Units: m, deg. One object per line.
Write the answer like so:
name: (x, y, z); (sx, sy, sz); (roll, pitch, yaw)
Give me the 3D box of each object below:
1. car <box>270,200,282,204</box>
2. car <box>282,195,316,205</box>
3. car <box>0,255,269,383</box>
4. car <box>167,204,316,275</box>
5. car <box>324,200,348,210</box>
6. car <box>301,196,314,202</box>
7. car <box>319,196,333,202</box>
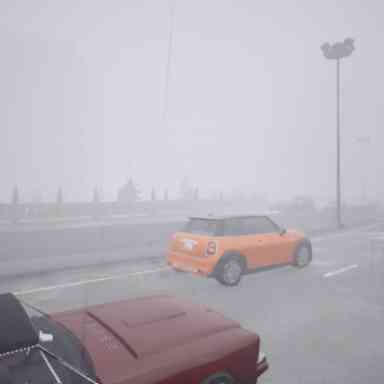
car: (11.296, 1.691, 42.404); (2.033, 1.411, 5.357); (0, 0, 31)
car: (12.500, 1.345, 37.772); (2.150, 2.045, 5.566); (0, 0, 33)
car: (-1.565, 1.614, 2.762); (4.718, 1.301, 1.895); (0, 0, -36)
car: (1.550, 1.387, 9.698); (4.553, 1.767, 2.097); (0, 0, -40)
car: (16.014, 1.663, 36.729); (2.033, 1.411, 5.357); (0, 0, 33)
car: (26.875, 1.537, 77.294); (1.994, 1.385, 4.181); (0, 0, 6)
car: (30.075, 1.537, 74.661); (1.994, 1.385, 4.181); (0, 0, 9)
